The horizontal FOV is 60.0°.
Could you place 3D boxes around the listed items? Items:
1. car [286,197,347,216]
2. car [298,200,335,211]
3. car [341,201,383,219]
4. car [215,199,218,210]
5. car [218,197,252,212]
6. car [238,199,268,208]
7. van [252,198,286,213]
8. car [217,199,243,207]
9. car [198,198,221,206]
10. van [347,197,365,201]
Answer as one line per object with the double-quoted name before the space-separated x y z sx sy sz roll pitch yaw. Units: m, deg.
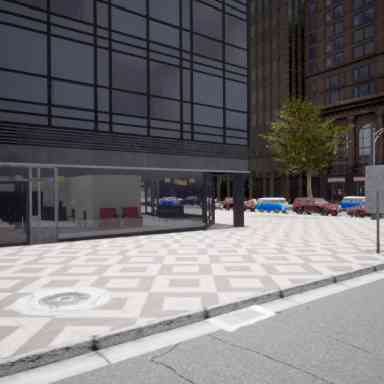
"car" 12.767 1.517 34.448 2.192 1.841 5.009 -1 0 -35
"car" 16.424 1.736 44.025 1.947 1.339 4.313 -1 0 -35
"car" 16.064 1.727 29.820 1.802 1.307 4.206 -1 0 -35
"car" 2.899 1.915 48.336 2.008 1.369 4.403 -1 0 -35
"car" 6.185 1.627 43.706 2.192 1.841 5.009 -1 0 -35
"car" 9.743 1.803 53.420 1.752 1.417 4.829 -1 0 -35
"van" 9.476 1.599 39.077 1.690 1.788 3.998 -1 0 -35
"car" 6.551 1.872 57.910 1.887 1.381 4.507 -1 0 -35
"car" 3.260 1.929 62.538 2.008 1.369 4.403 -1 0 -35
"van" 19.710 1.456 39.396 1.690 1.788 3.998 -1 0 -35
